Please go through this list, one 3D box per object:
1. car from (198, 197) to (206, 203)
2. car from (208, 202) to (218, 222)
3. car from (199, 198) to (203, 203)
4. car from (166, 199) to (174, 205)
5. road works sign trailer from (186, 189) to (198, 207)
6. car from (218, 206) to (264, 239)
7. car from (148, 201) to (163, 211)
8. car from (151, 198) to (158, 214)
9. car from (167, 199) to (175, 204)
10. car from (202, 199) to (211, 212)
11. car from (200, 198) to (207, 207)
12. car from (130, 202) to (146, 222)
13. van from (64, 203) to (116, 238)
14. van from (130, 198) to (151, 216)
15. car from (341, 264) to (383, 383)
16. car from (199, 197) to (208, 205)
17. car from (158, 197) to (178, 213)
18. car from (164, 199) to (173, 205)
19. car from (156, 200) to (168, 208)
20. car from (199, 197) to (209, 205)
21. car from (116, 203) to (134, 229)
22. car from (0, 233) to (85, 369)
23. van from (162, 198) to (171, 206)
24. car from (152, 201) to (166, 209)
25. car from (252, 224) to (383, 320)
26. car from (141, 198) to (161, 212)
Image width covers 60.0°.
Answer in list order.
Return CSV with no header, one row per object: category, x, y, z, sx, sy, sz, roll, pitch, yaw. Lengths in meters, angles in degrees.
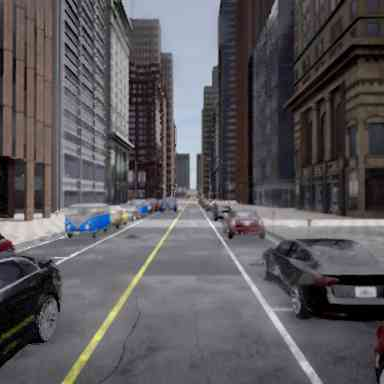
car,2.828,2.220,69.369,1.967,1.590,4.097,0,-1,0
car,2.789,1.896,29.915,1.947,1.339,4.313,0,-1,0
car,2.823,2.296,63.732,1.802,1.307,4.206,0,-1,0
car,-5.679,2.563,86.280,1.802,1.307,4.206,0,-1,0
road works sign trailer,0.065,1.200,65.636,2.380,3.560,2.880,0,-1,0
car,2.778,1.645,18.644,1.967,1.590,4.097,0,-1,0
car,-5.713,2.150,52.462,1.947,1.339,4.313,0,-1,0
car,-5.725,1.897,41.190,1.967,1.590,4.097,0,-1,0
car,-5.674,2.616,91.916,1.947,1.339,4.313,0,-1,0
car,2.806,2.103,46.823,1.802,1.307,4.206,0,-1,0
car,2.818,2.231,58.095,1.802,1.307,4.206,0,-1,0
car,-5.736,1.880,29.917,2.008,1.369,4.403,0,-1,0
van,-5.747,1.545,18.647,1.690,1.788,3.998,0,-1,0
van,-5.731,1.734,35.556,1.690,1.788,3.998,0,-1,0
car,2.761,1.565,1.736,1.887,1.381,4.507,0,-1,0
car,2.844,2.297,86.277,2.192,1.841,5.009,0,-1,0
car,-3.047,1.711,44.391,2.150,2.045,5.566,0,0,0
car,-5.685,2.436,80.474,1.752,1.417,4.829,0,-1,0
car,-5.702,2.264,63.734,2.008,1.369,4.403,0,-1,0
car,2.839,2.229,80.641,2.192,1.841,5.009,0,-1,0
car,-5.741,1.790,24.112,1.752,1.417,4.829,0,-1,0
car,-3.096,1.533,3.709,2.128,1.511,4.902,0,-1,0
van,-5.692,2.187,75.010,1.690,1.788,3.998,0,-1,0
car,-5.707,2.214,58.098,1.947,1.339,4.313,0,-1,0
car,2.767,1.648,7.372,1.947,1.339,4.313,0,-1,0
car,-5.720,1.835,46.829,2.192,1.841,5.009,0,-1,0
